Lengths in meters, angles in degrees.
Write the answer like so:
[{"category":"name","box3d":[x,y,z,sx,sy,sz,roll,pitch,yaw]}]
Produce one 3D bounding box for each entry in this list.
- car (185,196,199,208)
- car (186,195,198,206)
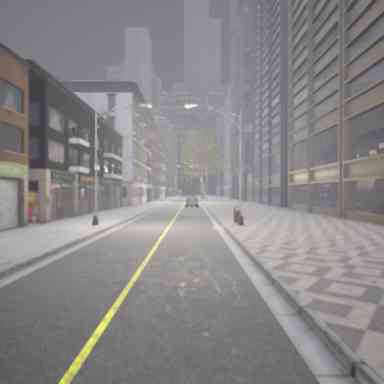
[{"category":"car","box3d":[0.001,1.600,48.081,1.994,1.385,4.181,0,0,0]},{"category":"car","box3d":[0.001,1.390,58.092,2.097,1.767,4.553,0,0,0]}]
